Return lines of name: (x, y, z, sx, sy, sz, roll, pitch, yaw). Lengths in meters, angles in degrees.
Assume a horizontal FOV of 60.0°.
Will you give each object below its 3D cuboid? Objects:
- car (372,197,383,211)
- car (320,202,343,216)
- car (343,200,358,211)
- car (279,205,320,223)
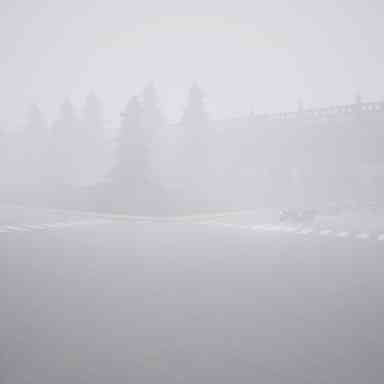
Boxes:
car: (29.041, 1.827, 51.050, 2.150, 2.045, 5.566, 2, 0, 35)
car: (15.011, 1.821, 36.738, 1.812, 1.442, 4.674, 2, 1, 34)
car: (23.324, 1.973, 49.154, 1.837, 1.490, 4.892, 2, 0, 34)
car: (8.696, 1.764, 27.256, 1.895, 1.301, 4.718, 2, 0, 34)
